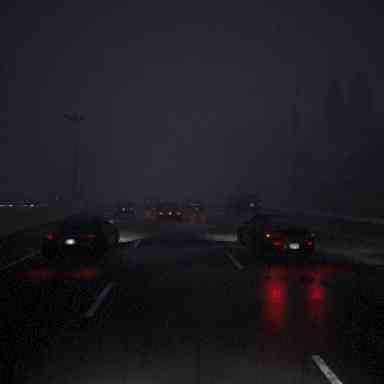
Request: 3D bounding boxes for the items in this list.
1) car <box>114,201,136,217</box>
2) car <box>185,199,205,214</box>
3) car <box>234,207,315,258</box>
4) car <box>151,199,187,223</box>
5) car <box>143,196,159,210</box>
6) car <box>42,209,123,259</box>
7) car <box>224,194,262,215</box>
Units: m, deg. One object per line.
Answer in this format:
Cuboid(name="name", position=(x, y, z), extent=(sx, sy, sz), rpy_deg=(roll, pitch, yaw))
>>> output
Cuboid(name="car", position=(-6.198, 1.511, 30.576), extent=(2.033, 1.411, 5.357), rpy_deg=(0, 0, -10))
Cuboid(name="car", position=(0.044, 1.439, 35.083), extent=(2.128, 1.511, 4.902), rpy_deg=(0, 0, -11))
Cuboid(name="car", position=(3.020, 1.502, 12.585), extent=(1.812, 1.442, 4.674), rpy_deg=(0, 0, -4))
Cuboid(name="car", position=(-1.877, 1.512, 25.563), extent=(2.033, 1.411, 5.357), rpy_deg=(0, 0, -8))
Cuboid(name="car", position=(-5.016, 1.296, 41.943), extent=(2.097, 1.767, 4.553), rpy_deg=(0, 0, -13))
Cuboid(name="car", position=(-3.997, 1.551, 12.542), extent=(1.994, 1.385, 4.181), rpy_deg=(0, 0, -4))
Cuboid(name="car", position=(4.514, 1.170, 30.058), extent=(2.150, 2.045, 5.566), rpy_deg=(0, 0, -9))
